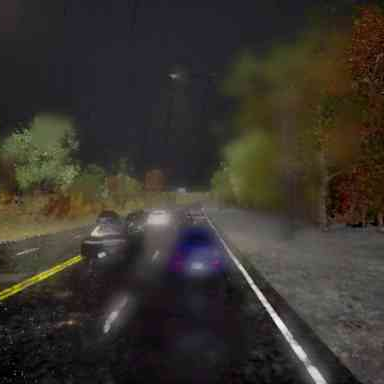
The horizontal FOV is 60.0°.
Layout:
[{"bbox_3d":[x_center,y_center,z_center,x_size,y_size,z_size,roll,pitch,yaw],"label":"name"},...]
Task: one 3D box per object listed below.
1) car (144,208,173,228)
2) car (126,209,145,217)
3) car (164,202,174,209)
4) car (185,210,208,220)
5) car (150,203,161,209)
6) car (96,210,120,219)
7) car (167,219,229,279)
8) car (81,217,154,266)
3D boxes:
[{"bbox_3d":[-2.852,2.524,30.202,1.812,1.442,4.674,-1,-2,1],"label":"car"},{"bbox_3d":[-6.263,2.694,37.833,1.994,1.385,4.181,-11,-3,1],"label":"car"},{"bbox_3d":[-5.325,3.474,78.979,2.150,2.045,5.566,-1,-2,1],"label":"car"},{"bbox_3d":[0.411,2.368,29.338,2.128,1.511,4.902,0,0,1],"label":"car"},{"bbox_3d":[-8.573,3.510,79.052,2.150,2.045,5.566,-1,-2,1],"label":"car"},{"bbox_3d":[-9.440,2.809,37.730,1.812,1.442,4.674,-1,-2,1],"label":"car"},{"bbox_3d":[0.186,1.926,11.418,1.812,1.442,4.674,-1,-1,0],"label":"car"},{"bbox_3d":[-3.024,2.006,13.684,2.128,1.511,4.902,-1,-2,0],"label":"car"}]
